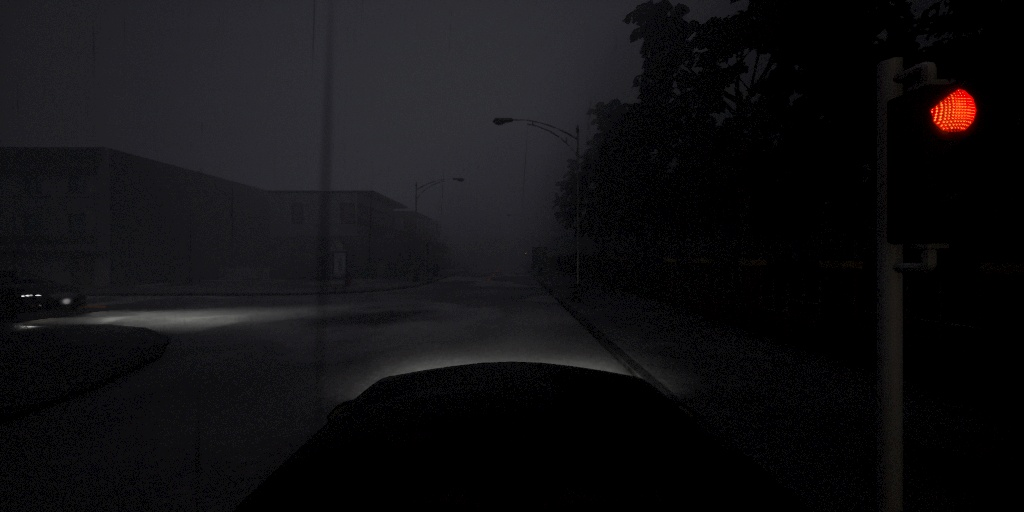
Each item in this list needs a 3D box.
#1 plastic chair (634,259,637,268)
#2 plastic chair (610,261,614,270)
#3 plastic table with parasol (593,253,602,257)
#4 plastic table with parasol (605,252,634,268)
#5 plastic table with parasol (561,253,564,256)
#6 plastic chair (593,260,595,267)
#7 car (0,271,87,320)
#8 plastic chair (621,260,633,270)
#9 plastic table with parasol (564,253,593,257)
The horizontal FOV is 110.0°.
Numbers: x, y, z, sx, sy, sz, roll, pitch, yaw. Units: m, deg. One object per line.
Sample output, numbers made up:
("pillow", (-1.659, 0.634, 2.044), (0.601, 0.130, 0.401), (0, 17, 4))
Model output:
("plastic chair", (18.643, 1.161, 54.631), (0.750, 1.272, 0.730), (0, 0, -39))
("plastic chair", (14.316, 1.306, 50.280), (0.730, 1.272, 0.750), (0, 0, -35))
("plastic table with parasol", (14.667, 0.673, 59.396), (2.482, 2.480, 2.482), (0, 0, -42))
("plastic table with parasol", (15.289, 0.694, 51.182), (2.482, 2.480, 2.482), (0, 0, -40))
("plastic table with parasol", (10.680, 0.705, 62.362), (2.482, 2.480, 2.482), (0, 0, -40))
("plastic chair", (13.715, 1.304, 58.508), (0.730, 1.272, 0.750), (0, 0, -35))
("car", (-17.249, 1.241, 11.911), (4.902, 1.511, 2.128), (0, 0, 0))
("plastic chair", (16.022, 1.296, 50.184), (0.750, 1.272, 0.730), (0, 0, -40))
("plastic table with parasol", (9.970, 0.684, 53.921), (2.482, 2.480, 2.482), (0, 0, -40))
